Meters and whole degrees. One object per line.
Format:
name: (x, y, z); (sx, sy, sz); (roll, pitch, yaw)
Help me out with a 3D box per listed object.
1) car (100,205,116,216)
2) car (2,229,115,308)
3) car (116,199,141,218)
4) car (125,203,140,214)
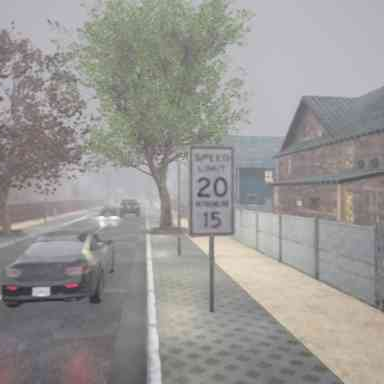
car: (-10.575, 2.292, 42.636); (1.895, 1.301, 4.718); (0, -1, -8)
car: (-2.991, 1.639, 8.183); (1.812, 1.442, 4.674); (0, -1, -8)
car: (-7.192, 1.836, 38.662); (2.150, 2.045, 5.566); (0, -1, -8)
car: (-8.659, 2.327, 48.808); (2.033, 1.411, 5.357); (0, -1, -8)
